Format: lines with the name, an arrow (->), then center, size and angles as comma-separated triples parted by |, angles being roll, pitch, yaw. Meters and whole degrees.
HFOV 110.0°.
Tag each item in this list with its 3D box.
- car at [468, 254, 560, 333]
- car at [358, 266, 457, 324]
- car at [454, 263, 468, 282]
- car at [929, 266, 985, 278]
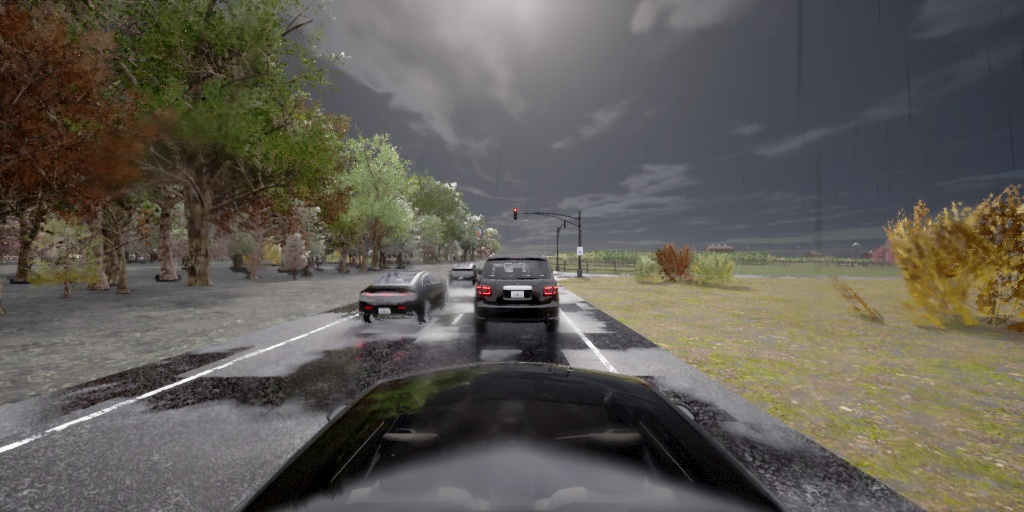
car -> 0.119, 0.974, 10.910 | 2.150, 2.045, 5.566 | 0, 0, 0
car -> -3.379, 1.243, 11.940 | 2.128, 1.511, 4.902 | 0, 0, 0
car -> -3.350, 1.247, 26.087 | 2.128, 1.511, 4.902 | 0, 0, 0
car -> 48.592, 1.782, 39.188 | 4.892, 1.490, 1.837 | 1, -1, 0
